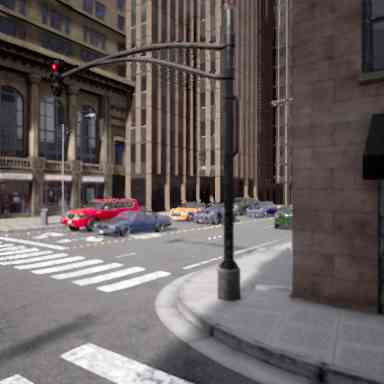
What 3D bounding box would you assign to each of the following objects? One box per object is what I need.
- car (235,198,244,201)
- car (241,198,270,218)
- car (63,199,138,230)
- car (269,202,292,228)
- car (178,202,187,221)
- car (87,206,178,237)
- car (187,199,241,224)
[{"bbox_3d":[5.941,1.684,39.474,2.150,2.045,5.566,0,0,36],"label":"car"},{"bbox_3d":[7.613,1.807,36.217,2.097,1.767,4.553,0,0,35],"label":"car"},{"bbox_3d":[-5.944,1.510,22.737,2.150,2.045,5.566,0,0,35],"label":"car"},{"bbox_3d":[7.897,1.744,25.053,2.097,1.767,4.553,0,0,35],"label":"car"},{"bbox_3d":[-0.193,1.724,30.840,2.097,1.767,4.553,0,0,35],"label":"car"},{"bbox_3d":[-3.489,1.840,20.581,2.033,1.411,5.357,0,0,35],"label":"car"},{"bbox_3d":[1.991,1.724,28.300,2.097,1.767,4.553,0,0,35],"label":"car"}]
